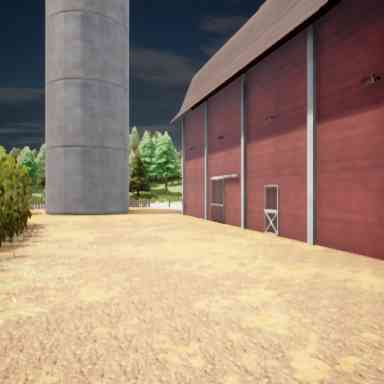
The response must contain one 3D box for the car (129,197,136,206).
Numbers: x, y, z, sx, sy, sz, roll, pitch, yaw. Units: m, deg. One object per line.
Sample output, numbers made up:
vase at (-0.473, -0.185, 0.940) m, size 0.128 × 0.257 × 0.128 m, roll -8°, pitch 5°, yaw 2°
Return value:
car at (-9.163, 1.394, 48.877) m, size 1.994 × 1.381 × 4.181 m, roll 0°, pitch 0°, yaw -19°
